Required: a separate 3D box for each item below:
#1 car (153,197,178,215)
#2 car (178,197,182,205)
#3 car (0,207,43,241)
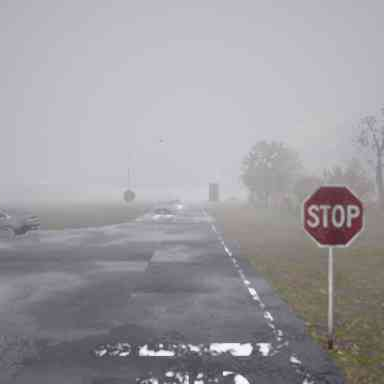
[{"bbox_3d":[-2.799,1.509,33.820,2.033,1.411,5.357,0,0,0],"label":"car"},{"bbox_3d":[-2.834,1.512,58.719,1.895,1.301,4.718,0,0,0],"label":"car"},{"bbox_3d":[-9.684,1.481,15.638,4.902,1.511,2.128,0,2,-4],"label":"car"}]
